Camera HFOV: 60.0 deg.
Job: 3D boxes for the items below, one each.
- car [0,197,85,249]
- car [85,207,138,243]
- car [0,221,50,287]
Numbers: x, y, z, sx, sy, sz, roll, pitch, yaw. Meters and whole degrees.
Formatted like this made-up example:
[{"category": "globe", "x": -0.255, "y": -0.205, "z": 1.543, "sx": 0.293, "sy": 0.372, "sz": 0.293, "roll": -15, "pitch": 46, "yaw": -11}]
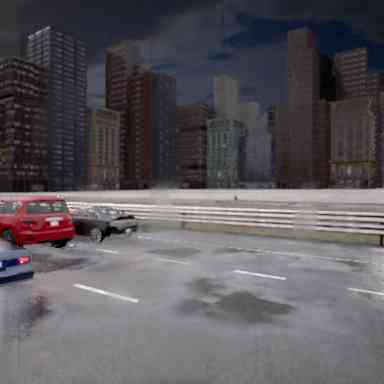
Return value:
[{"category": "car", "x": -7.021, "y": 1.203, "z": 13.273, "sx": 5.566, "sy": 2.045, "sz": 2.150, "roll": 0, "pitch": 0, "yaw": 36}, {"category": "car", "x": -4.739, "y": 1.475, "z": 15.933, "sx": 4.902, "sy": 1.511, "sz": 2.128, "roll": 0, "pitch": 0, "yaw": 36}, {"category": "car", "x": -6.033, "y": 1.537, "z": 8.246, "sx": 5.357, "sy": 1.411, "sz": 2.033, "roll": 0, "pitch": 0, "yaw": 36}]
